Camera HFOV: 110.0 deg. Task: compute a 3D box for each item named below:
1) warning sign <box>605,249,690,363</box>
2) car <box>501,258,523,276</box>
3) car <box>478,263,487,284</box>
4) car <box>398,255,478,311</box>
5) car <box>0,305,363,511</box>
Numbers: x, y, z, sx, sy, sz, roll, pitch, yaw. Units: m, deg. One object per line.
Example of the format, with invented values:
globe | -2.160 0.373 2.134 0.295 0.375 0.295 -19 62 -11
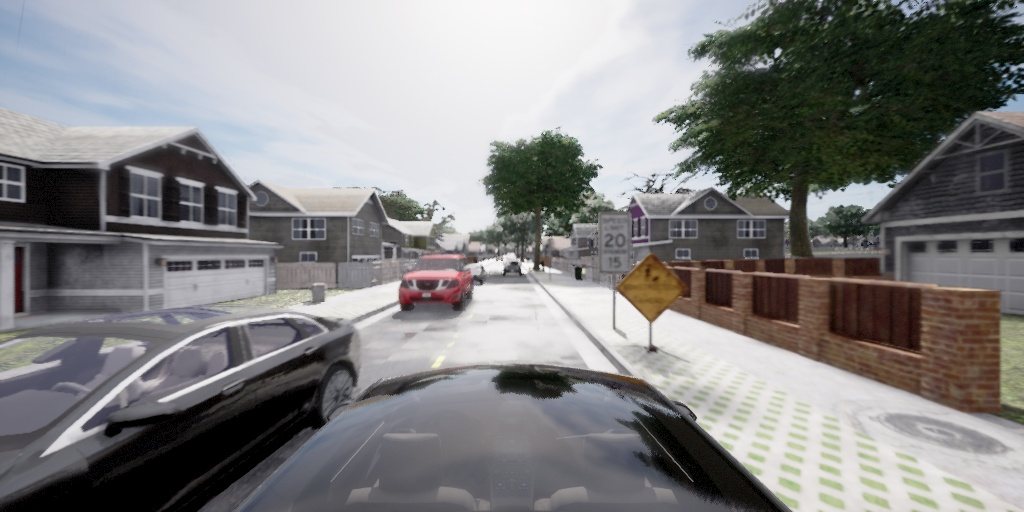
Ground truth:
warning sign | 2.518 0.859 6.518 1.300 1.860 1.060 0 0 0
car | 0.048 1.199 36.143 1.812 1.442 4.674 0 0 0
car | -2.845 1.248 26.273 2.033 1.411 5.357 0 0 0
car | -2.846 0.953 14.634 2.150 2.045 5.566 0 0 0
car | -3.016 1.241 2.855 2.128 1.511 4.902 0 0 4
